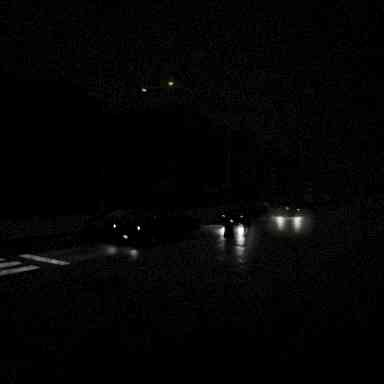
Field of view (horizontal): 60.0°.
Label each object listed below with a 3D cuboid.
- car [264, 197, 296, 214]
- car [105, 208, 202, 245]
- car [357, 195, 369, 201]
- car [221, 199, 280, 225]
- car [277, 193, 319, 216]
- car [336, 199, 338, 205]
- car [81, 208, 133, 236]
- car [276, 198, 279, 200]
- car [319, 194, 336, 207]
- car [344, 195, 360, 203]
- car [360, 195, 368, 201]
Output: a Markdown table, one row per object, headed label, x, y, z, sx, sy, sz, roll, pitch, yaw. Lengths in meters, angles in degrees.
| label | x | y | z | sx | sy | sz | roll | pitch | yaw |
| --- | --- | --- | --- | --- | --- | --- | --- | --- | --- |
| car | 9.508 | 1.372 | 35.755 | 1.967 | 1.590 | 4.097 | 0 | 0 | 35 |
| car | -1.527 | 1.560 | 15.749 | 1.895 | 1.301 | 4.718 | 0 | 0 | 35 |
| car | 42.287 | 1.512 | 82.137 | 1.887 | 1.381 | 4.507 | 0 | 0 | 35 |
| car | 4.118 | 1.489 | 23.729 | 2.033 | 1.411 | 5.357 | 0 | 0 | 36 |
| car | 10.222 | 1.155 | 32.351 | 2.150 | 2.045 | 5.566 | 0 | 0 | 36 |
| car | 22.621 | 1.493 | 54.308 | 1.947 | 1.339 | 4.313 | 0 | 0 | 35 |
| car | -3.603 | 1.511 | 17.202 | 2.008 | 1.369 | 4.403 | 0 | 0 | 35 |
| car | 6.230 | 1.517 | 31.116 | 1.802 | 1.307 | 4.206 | 0 | 0 | 35 |
| car | 19.342 | 1.243 | 49.669 | 2.192 | 1.841 | 5.009 | 0 | 0 | 35 |
| car | 32.454 | 1.502 | 68.222 | 1.947 | 1.339 | 4.313 | 0 | 0 | 35 |
| car | 38.911 | 1.480 | 77.361 | 1.752 | 1.417 | 4.829 | 0 | 0 | 35 |
